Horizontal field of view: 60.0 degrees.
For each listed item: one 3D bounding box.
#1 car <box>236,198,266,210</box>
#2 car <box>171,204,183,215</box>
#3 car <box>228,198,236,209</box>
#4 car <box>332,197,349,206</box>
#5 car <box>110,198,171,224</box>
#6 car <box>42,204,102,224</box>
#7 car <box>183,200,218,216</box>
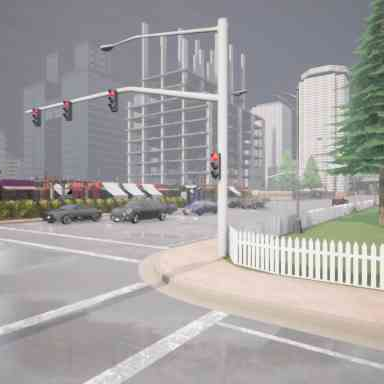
[{"bbox_3d":[7.935,1.504,42.849,1.837,1.490,4.892,0,0,34],"label":"car"},{"bbox_3d":[-3.546,1.547,32.139,2.033,1.411,5.357,0,0,34],"label":"car"},{"bbox_3d":[5.132,1.547,44.956,2.033,1.411,5.357,0,0,34],"label":"car"},{"bbox_3d":[23.959,1.478,53.738,1.882,1.535,5.008,0,0,34],"label":"car"},{"bbox_3d":[-4.008,1.352,25.202,2.097,1.767,4.553,0,0,34],"label":"car"},{"bbox_3d":[-8.721,1.564,24.479,1.994,1.385,4.181,0,0,34],"label":"car"},{"bbox_3d":[0.936,1.526,32.500,1.812,1.442,4.674,0,0,34],"label":"car"}]
